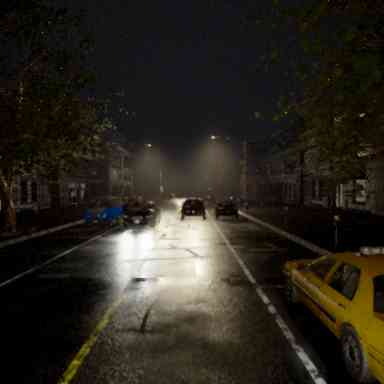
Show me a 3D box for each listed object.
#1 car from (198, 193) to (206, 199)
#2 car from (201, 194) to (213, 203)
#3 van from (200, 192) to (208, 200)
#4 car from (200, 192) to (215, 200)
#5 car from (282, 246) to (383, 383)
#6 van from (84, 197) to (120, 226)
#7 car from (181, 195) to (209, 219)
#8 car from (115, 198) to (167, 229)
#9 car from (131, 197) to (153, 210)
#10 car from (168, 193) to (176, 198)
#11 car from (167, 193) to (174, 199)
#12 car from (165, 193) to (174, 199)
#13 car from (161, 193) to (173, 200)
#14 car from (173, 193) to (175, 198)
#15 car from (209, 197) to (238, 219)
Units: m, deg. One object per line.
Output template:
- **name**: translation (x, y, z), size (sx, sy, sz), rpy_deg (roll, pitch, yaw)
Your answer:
- **car**: translation (2.718, 0.991, 88.150), size (1.947, 1.339, 4.313), rpy_deg (-1, 0, 0)
- **car**: translation (2.708, 1.157, 60.430), size (2.008, 1.369, 4.403), rpy_deg (-1, 0, 0)
- **van**: translation (2.712, 0.839, 77.060), size (1.690, 1.788, 3.998), rpy_deg (-1, 0, 0)
- **car**: translation (2.705, 0.958, 54.884), size (2.192, 1.841, 5.009), rpy_deg (-1, 0, 0)
- **car**: translation (2.690, 1.491, 5.161), size (1.752, 1.417, 4.829), rpy_deg (-1, 0, 0)
- **van**: translation (-5.687, 1.200, 21.624), size (1.690, 1.788, 3.998), rpy_deg (0, 0, 0)
- **car**: translation (0.111, 1.301, 27.071), size (1.882, 1.535, 5.008), rpy_deg (0, 1, 0)
- **car**: translation (-3.009, 1.358, 20.780), size (2.128, 1.511, 4.902), rpy_deg (0, 0, 0)
- **car**: translation (-5.679, 1.333, 38.257), size (1.802, 1.307, 4.206), rpy_deg (0, 0, 0)
- **car**: translation (-5.661, 0.933, 93.696), size (1.887, 1.381, 4.507), rpy_deg (0, 0, 0)
- **car**: translation (-5.664, 0.951, 87.982), size (1.752, 1.417, 4.829), rpy_deg (0, 0, 0)
- **car**: translation (-5.665, 1.006, 82.609), size (1.887, 1.381, 4.507), rpy_deg (0, 0, 0)
- **car**: translation (-5.668, 1.078, 71.520), size (1.887, 1.381, 4.507), rpy_deg (0, 0, 0)
- **car**: translation (-5.667, 1.042, 77.065), size (1.887, 1.381, 4.507), rpy_deg (0, 0, 0)
- **car**: translation (2.698, 1.368, 27.167), size (1.887, 1.381, 4.507), rpy_deg (-1, 0, 0)
